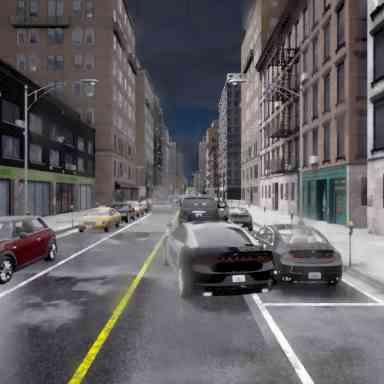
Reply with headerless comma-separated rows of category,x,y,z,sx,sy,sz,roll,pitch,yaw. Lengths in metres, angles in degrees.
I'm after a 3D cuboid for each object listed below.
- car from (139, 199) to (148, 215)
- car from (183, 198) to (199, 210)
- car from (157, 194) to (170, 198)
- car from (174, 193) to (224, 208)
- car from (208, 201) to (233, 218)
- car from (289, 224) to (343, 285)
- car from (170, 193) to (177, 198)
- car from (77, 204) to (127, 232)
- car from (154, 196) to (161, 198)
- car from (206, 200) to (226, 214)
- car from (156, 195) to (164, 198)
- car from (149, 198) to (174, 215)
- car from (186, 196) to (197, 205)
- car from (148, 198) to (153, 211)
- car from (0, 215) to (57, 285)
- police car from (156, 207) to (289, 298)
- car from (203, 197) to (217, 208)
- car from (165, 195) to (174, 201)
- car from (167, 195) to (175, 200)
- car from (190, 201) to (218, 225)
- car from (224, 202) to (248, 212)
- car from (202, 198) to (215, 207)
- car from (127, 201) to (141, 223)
car,-5.459,1.523,30.753,1.752,1.417,4.829,0,0,0
car,-0.095,1.539,45.325,2.033,1.411,5.357,0,0,0
car,-5.524,1.297,57.986,2.192,1.841,5.009,0,0,0
car,0.439,1.221,18.875,2.150,2.045,5.566,0,0,2
car,2.566,1.563,30.933,1.947,1.339,4.313,0,0,0
car,2.617,1.550,9.282,2.008,1.369,4.403,0,0,0
car,-2.888,1.474,58.873,2.128,1.511,4.902,0,0,0
car,-5.433,1.524,19.927,1.752,1.417,4.829,0,0,0
car,-5.485,1.544,41.748,2.008,1.369,4.403,0,0,0
car,2.553,1.562,36.345,1.947,1.339,4.313,0,0,0
car,-5.498,1.541,47.161,2.008,1.369,4.403,0,0,0
car,-2.928,1.597,33.929,1.895,1.301,4.718,0,0,0
car,-0.140,1.507,59.349,1.812,1.442,4.674,0,0,0
car,-5.472,1.578,36.336,1.802,1.307,4.206,0,0,0
car,-5.408,1.440,9.272,1.967,1.590,4.097,0,0,0
police car,0.362,1.424,8.790,1.930,1.638,5.238,0,0,-12
car,2.527,1.515,47.341,1.752,1.417,4.829,0,0,0
car,-5.587,1.513,84.450,2.008,1.369,4.403,0,0,0
car,-5.600,1.502,89.904,1.887,1.381,4.507,0,0,0
car,0.768,1.476,24.806,1.882,1.535,5.008,0,0,0
car,2.591,1.549,20.107,2.008,1.369,4.403,0,0,0
car,2.514,1.568,52.584,1.802,1.307,4.206,0,0,0
car,-5.447,1.564,25.510,1.947,1.339,4.313,0,0,0
